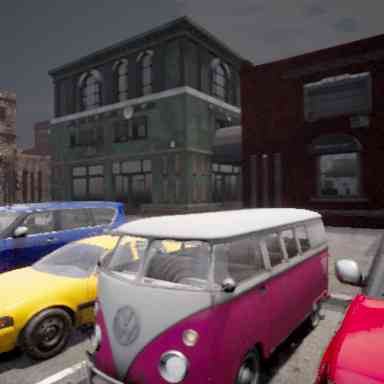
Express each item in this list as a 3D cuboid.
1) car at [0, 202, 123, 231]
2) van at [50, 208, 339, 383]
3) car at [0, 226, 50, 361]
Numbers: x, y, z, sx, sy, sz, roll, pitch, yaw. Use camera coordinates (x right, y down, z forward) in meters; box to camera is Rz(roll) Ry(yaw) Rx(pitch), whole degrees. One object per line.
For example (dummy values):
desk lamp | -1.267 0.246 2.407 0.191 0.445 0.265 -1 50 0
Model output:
car | -3.904 1.293 8.103 2.435 2.045 5.566 -1 0 35
van | 0.570 1.272 4.805 1.878 1.987 4.442 -1 0 35
car | -1.731 1.518 6.361 1.946 1.575 5.366 -1 0 35
